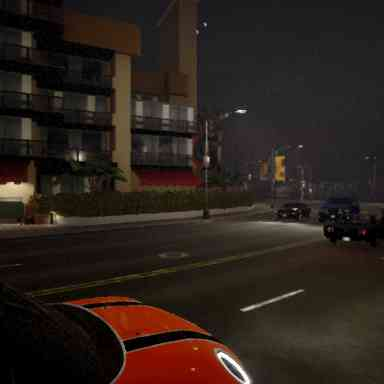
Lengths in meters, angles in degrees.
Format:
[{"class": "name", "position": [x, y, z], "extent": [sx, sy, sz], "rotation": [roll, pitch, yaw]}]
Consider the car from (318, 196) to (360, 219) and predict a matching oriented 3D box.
[{"class": "car", "position": [11.235, 1.316, 25.119], "extent": [2.150, 2.045, 5.566], "rotation": [0, 0, 34]}]

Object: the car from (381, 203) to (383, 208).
[{"class": "car", "position": [16.829, 1.356, 27.404], "extent": [2.097, 1.767, 4.553], "rotation": [0, 0, 30]}]

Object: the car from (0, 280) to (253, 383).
[{"class": "car", "position": [-1.661, 1.349, 2.094], "extent": [4.553, 1.767, 2.097], "rotation": [0, 0, -36]}]

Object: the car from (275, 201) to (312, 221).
[{"class": "car", "position": [8.363, 1.546, 27.119], "extent": [1.837, 1.490, 4.892], "rotation": [0, 0, 34]}]

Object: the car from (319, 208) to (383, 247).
[{"class": "car", "position": [7.757, 1.611, 15.109], "extent": [1.895, 1.301, 4.718], "rotation": [0, 0, 42]}]
